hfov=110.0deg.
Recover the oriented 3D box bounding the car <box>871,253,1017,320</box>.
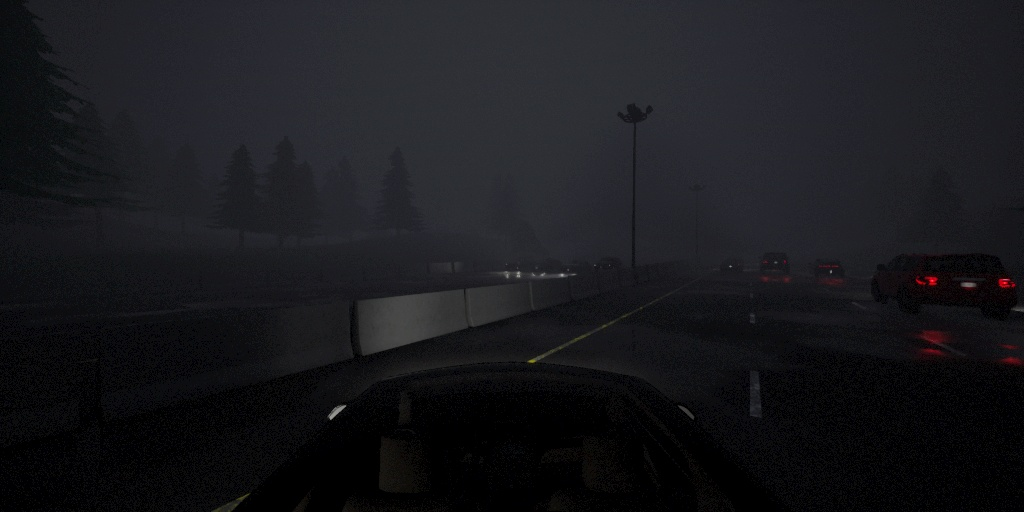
[{"bbox_3d":[15.044,0.922,12.874,2.150,2.045,5.566,0,1,34],"label":"car"}]

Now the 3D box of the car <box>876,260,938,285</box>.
[{"bbox_3d":[27.270,1.043,24.954,1.812,1.442,4.674,0,1,34],"label":"car"}]

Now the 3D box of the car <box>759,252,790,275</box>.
[{"bbox_3d":[25.047,0.629,34.259,2.150,2.045,5.566,0,1,34],"label":"car"}]

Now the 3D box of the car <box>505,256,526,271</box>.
[{"bbox_3d":[1.101,0.842,42.676,2.097,1.767,4.553,0,1,34],"label":"car"}]

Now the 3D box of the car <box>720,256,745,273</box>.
[{"bbox_3d":[22.518,0.956,36.780,1.994,1.385,4.181,0,1,34],"label":"car"}]

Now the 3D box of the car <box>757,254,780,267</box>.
[{"bbox_3d":[33.311,0.584,46.692,2.128,1.511,4.902,0,1,33],"label":"car"}]

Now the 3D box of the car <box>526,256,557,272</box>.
[{"bbox_3d":[4.005,0.989,40.721,2.128,1.511,4.902,0,1,34],"label":"car"}]

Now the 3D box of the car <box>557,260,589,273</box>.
[{"bbox_3d":[7.039,1.095,38.960,1.895,1.301,4.718,0,1,34],"label":"car"}]

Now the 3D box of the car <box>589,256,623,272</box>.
[{"bbox_3d":[10.039,0.802,37.150,1.837,1.490,4.892,0,1,34],"label":"car"}]

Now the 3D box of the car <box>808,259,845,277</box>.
[{"bbox_3d":[26.930,0.948,30.770,1.837,1.490,4.892,0,1,34],"label":"car"}]
